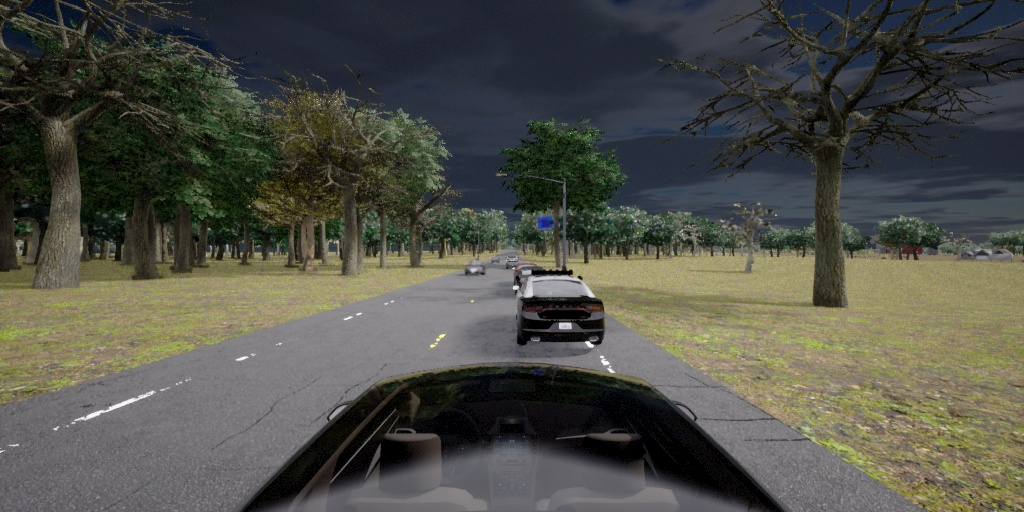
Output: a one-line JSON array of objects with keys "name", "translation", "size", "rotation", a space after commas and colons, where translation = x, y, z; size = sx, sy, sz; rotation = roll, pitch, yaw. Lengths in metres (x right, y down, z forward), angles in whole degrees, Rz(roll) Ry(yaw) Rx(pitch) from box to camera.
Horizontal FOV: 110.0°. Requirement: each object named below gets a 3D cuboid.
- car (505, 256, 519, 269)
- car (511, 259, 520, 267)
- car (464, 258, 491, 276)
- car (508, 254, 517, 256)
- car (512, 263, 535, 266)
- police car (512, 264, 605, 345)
[{"name": "car", "translation": [0.086, 1.106, 52.447], "size": [2.128, 1.511, 4.902], "rotation": [0, 0, 0]}, {"name": "car", "translation": [1.058, 1.221, 25.540], "size": [1.882, 1.535, 5.008], "rotation": [0, 0, 0]}, {"name": "car", "translation": [-3.588, 1.193, 35.807], "size": [2.128, 1.511, 4.902], "rotation": [0, 0, 0]}, {"name": "car", "translation": [0.024, 0.721, 65.081], "size": [2.150, 2.045, 5.566], "rotation": [0, 1, 0]}, {"name": "car", "translation": [1.056, 1.274, 19.542], "size": [1.812, 1.442, 4.674], "rotation": [0, 0, 0]}, {"name": "police car", "translation": [1.052, 1.175, 9.652], "size": [1.930, 1.638, 5.238], "rotation": [0, 0, 0]}]
